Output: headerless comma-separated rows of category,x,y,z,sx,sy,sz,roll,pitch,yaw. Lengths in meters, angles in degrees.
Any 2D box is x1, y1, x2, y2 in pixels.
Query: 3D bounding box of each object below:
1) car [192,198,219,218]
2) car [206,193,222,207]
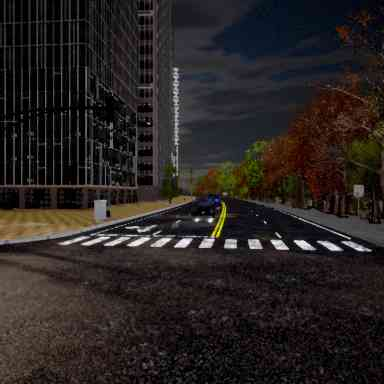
car,1.195,1.574,30.567,1.994,1.385,4.181,0,0,7
car,3.400,1.207,51.753,2.150,2.045,5.566,0,0,5
